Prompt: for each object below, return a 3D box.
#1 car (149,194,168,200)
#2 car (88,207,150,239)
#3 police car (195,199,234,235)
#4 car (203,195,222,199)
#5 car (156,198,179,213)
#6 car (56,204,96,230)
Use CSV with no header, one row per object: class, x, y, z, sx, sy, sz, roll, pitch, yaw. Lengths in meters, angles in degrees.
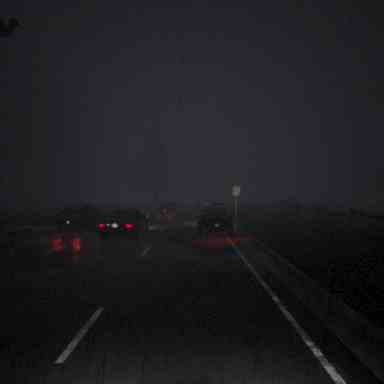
car,-8.866,1.311,87.029,4.892,1.490,1.837,0,0,2
car,-3.398,1.542,17.184,2.033,1.411,5.357,0,0,0
police car,1.226,1.419,18.975,1.930,1.638,5.238,0,0,0
car,4.770,1.409,78.749,1.895,1.301,4.718,0,0,-38
car,-2.556,1.589,36.245,1.895,1.301,4.718,0,0,4
car,-6.867,1.485,21.019,2.128,1.511,4.902,0,0,1
